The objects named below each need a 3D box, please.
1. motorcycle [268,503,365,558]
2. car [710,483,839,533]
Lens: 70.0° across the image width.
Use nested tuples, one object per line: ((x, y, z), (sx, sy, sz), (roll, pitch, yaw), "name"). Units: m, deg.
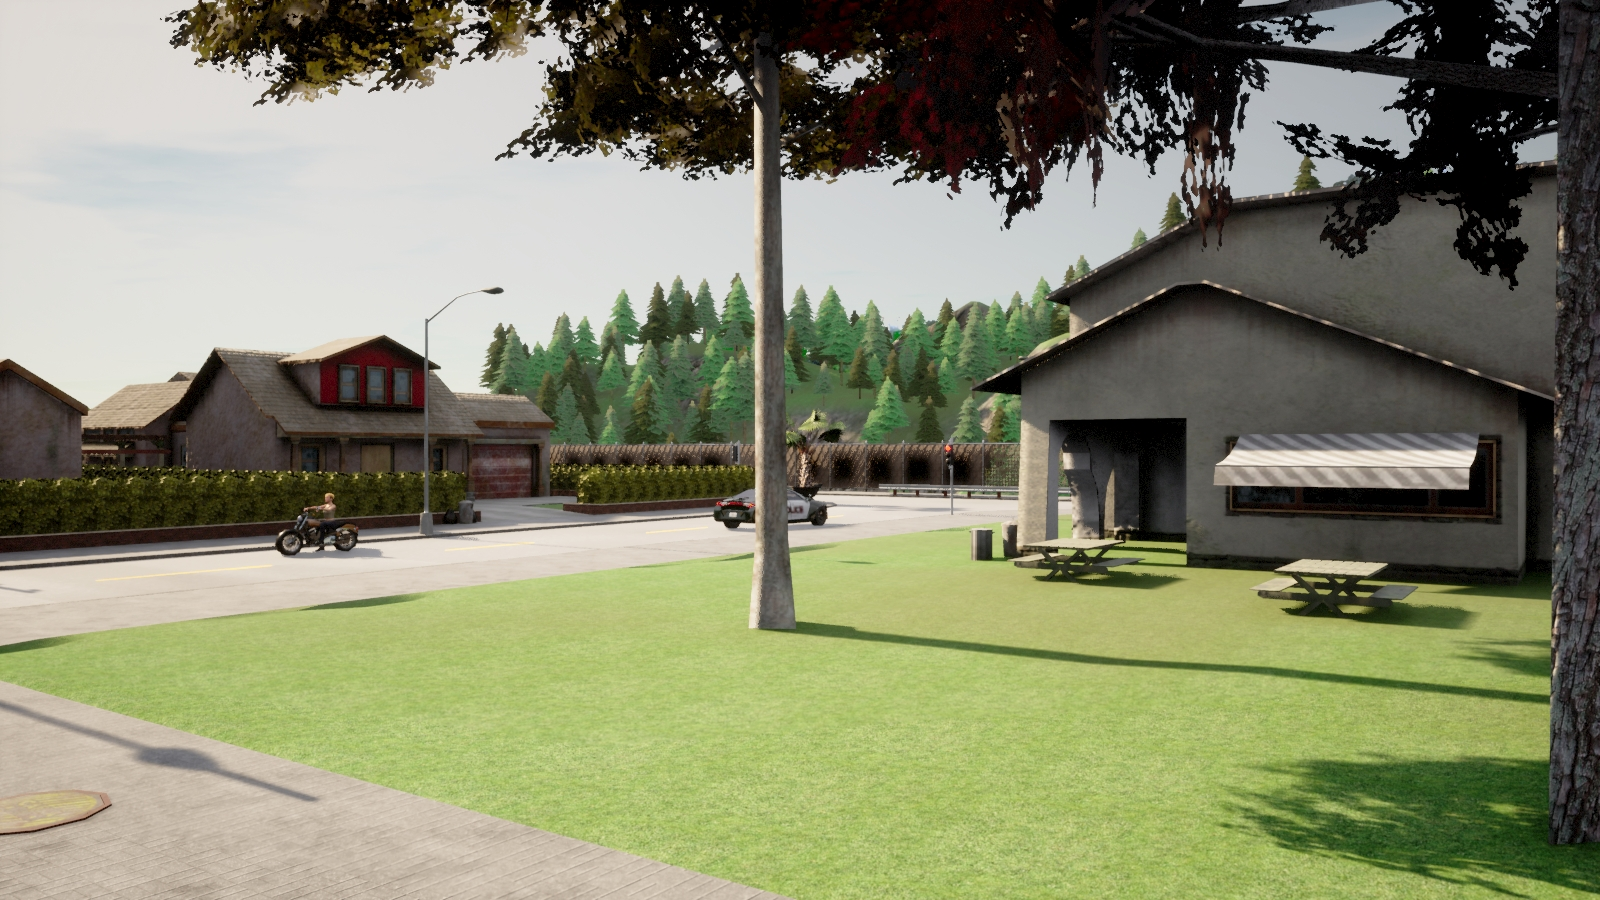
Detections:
((-13.052, 2.155, 30.913), (0.764, 1.307, 2.356), (0, 0, 35), "motorcycle")
((-0.850, 2.038, 41.431), (2.038, 1.542, 4.974), (0, 0, 37), "car")
